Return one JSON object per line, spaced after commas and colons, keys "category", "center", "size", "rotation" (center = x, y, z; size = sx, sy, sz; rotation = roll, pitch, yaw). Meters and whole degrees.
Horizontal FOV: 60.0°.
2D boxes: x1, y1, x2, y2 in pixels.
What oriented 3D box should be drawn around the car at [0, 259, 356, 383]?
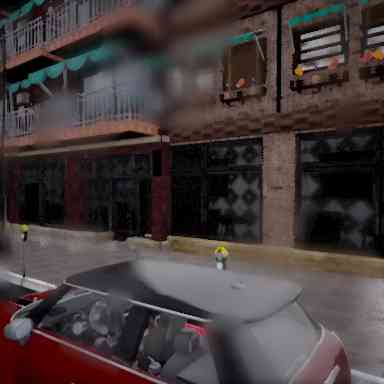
{"category": "car", "center": [-0.667, 1.437, 3.342], "size": [4.097, 1.590, 1.967], "rotation": [0, 0, 36]}
